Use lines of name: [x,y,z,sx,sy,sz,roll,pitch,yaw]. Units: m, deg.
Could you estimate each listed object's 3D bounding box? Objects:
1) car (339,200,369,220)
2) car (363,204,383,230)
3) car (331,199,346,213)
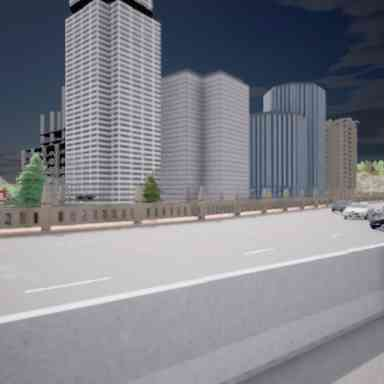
car: [14.418,1.614,28.509,1.812,1.442,4.674,0,0,39]
car: [12.825,1.610,21.142,2.033,1.411,5.357,0,0,41]
car: [17.168,1.624,37.385,1.837,1.490,4.892,0,-1,39]
